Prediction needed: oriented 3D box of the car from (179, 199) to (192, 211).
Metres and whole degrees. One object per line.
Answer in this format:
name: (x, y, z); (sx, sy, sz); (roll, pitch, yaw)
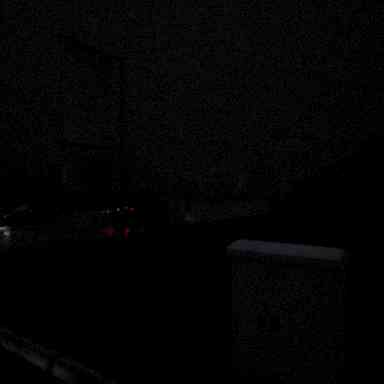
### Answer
car: (-1.785, 1.648, 41.622); (1.812, 1.442, 4.674); (0, 0, 32)

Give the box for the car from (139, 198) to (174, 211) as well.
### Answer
car: (-4.606, 1.617, 43.709); (1.882, 1.535, 5.008); (0, 0, 33)

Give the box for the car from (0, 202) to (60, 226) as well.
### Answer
car: (-12.270, 1.644, 25.101); (1.812, 1.442, 4.674); (0, 0, 32)

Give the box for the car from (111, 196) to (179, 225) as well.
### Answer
car: (-3.658, 1.310, 25.428); (2.150, 2.045, 5.566); (0, 0, 32)
